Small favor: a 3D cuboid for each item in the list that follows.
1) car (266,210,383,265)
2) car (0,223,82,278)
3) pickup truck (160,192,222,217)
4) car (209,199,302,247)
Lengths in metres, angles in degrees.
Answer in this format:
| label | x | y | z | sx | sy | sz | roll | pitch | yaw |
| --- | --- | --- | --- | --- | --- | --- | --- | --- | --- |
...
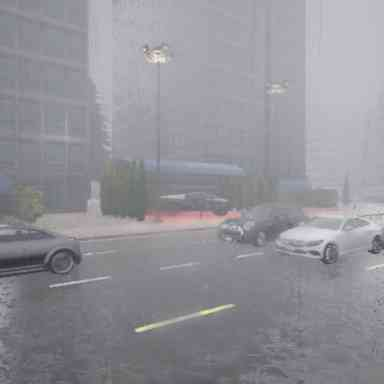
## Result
| label | x | y | z | sx | sy | sz | roll | pitch | yaw |
| --- | --- | --- | --- | --- | --- | --- | --- | --- | --- |
| car | 5.006 | 1.511 | 11.785 | 4.674 | 1.442 | 1.812 | 0 | 0 | -35 |
| car | -5.165 | 1.563 | 8.905 | 4.181 | 1.385 | 1.994 | 0 | 0 | -36 |
| pickup truck | 0.252 | 1.036 | 28.766 | 6.274 | 2.098 | 2.390 | 0 | 0 | -5 |
| car | 3.325 | 1.337 | 14.947 | 4.553 | 1.767 | 2.097 | 0 | 0 | -36 |
